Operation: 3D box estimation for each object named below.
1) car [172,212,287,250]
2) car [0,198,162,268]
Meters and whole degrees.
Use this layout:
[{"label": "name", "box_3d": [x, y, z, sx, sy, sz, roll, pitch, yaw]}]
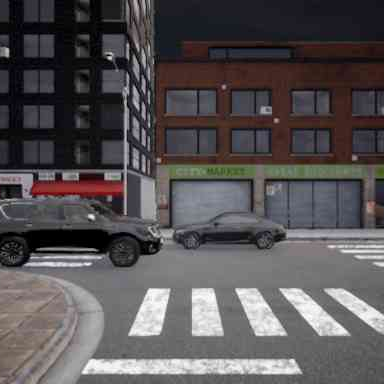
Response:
[{"label": "car", "box_3d": [1.530, 1.555, 13.779, 4.674, 1.442, 1.812, 0, 0, 0]}, {"label": "car", "box_3d": [-3.764, 1.229, 10.837, 5.566, 2.045, 2.150, 0, 0, 0]}]
